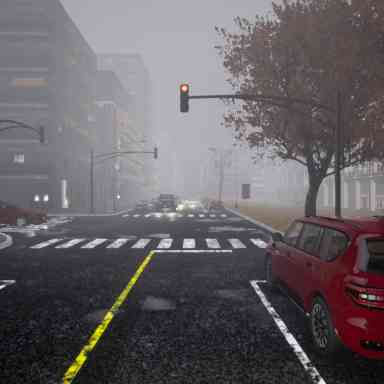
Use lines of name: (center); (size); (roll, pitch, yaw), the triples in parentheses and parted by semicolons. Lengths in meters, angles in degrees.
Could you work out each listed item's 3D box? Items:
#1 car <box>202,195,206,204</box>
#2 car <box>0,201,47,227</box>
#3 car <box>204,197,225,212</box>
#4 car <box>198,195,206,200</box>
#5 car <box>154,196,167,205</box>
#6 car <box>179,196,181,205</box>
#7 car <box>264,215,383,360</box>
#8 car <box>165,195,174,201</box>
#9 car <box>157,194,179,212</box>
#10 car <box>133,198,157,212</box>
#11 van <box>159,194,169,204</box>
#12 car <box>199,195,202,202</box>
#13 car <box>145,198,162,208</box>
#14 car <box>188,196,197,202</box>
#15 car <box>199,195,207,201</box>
car: (2.762, 1.548, 49.552); (1.752, 1.417, 4.829); (0, 0, 0)
car: (-11.839, 1.346, 21.191); (5.008, 1.535, 1.882); (1, 0, 4)
car: (2.746, 1.557, 38.316); (1.887, 1.381, 4.507); (0, 0, 0)
car: (2.827, 1.638, 93.643); (2.008, 1.369, 4.403); (0, 0, 0)
car: (-5.602, 1.476, 60.460); (1.967, 1.590, 4.097); (0, 0, 0)
car: (-3.011, 1.528, 50.094); (1.837, 1.490, 4.892); (0, 0, 0)
car: (2.700, 1.315, 5.928); (2.192, 1.841, 5.009); (0, 0, 0)
car: (-5.570, 1.507, 82.591); (1.967, 1.590, 4.097); (0, 0, 0)
car: (-3.033, 1.235, 40.075); (2.150, 2.045, 5.566); (0, 0, 0)
car: (-5.634, 1.563, 38.329); (2.008, 1.369, 4.403); (0, 0, 0)
van: (-5.594, 1.384, 65.993); (1.690, 1.788, 3.998); (0, 0, 0)
car: (2.787, 1.625, 65.979); (1.802, 1.307, 4.206); (0, 0, 0)
car: (-5.618, 1.573, 49.395); (2.008, 1.369, 4.403); (0, 0, 0)
car: (0.118, 1.587, 79.845); (1.812, 1.442, 4.674); (0, 0, 0)
car: (2.819, 1.621, 88.111); (1.887, 1.381, 4.507); (0, 0, 0)
